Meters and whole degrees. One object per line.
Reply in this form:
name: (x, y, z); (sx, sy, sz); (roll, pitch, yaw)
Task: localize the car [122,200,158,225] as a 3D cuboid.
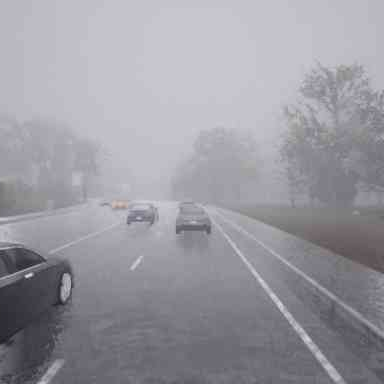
car: (-3.488, 1.530, 23.898); (1.812, 1.442, 4.674); (0, 0, -1)

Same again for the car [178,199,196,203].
car: (-0.545, 1.500, 37.277); (2.128, 1.511, 4.902); (0, 0, -4)

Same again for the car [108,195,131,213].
car: (-7.769, 1.358, 37.473); (2.097, 1.767, 4.553); (0, 0, -4)

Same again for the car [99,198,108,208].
car: (-12.492, 1.566, 49.167); (1.994, 1.385, 4.181); (0, 0, -8)

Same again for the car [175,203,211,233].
car: (0.060, 1.567, 19.544); (1.994, 1.385, 4.181); (0, 0, -1)

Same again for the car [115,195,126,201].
car: (-16.909, 1.416, 78.760); (1.994, 1.385, 4.181); (0, 0, -22)

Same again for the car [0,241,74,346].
car: (-3.399, 1.506, 5.112); (1.837, 1.490, 4.892); (0, 0, 0)
